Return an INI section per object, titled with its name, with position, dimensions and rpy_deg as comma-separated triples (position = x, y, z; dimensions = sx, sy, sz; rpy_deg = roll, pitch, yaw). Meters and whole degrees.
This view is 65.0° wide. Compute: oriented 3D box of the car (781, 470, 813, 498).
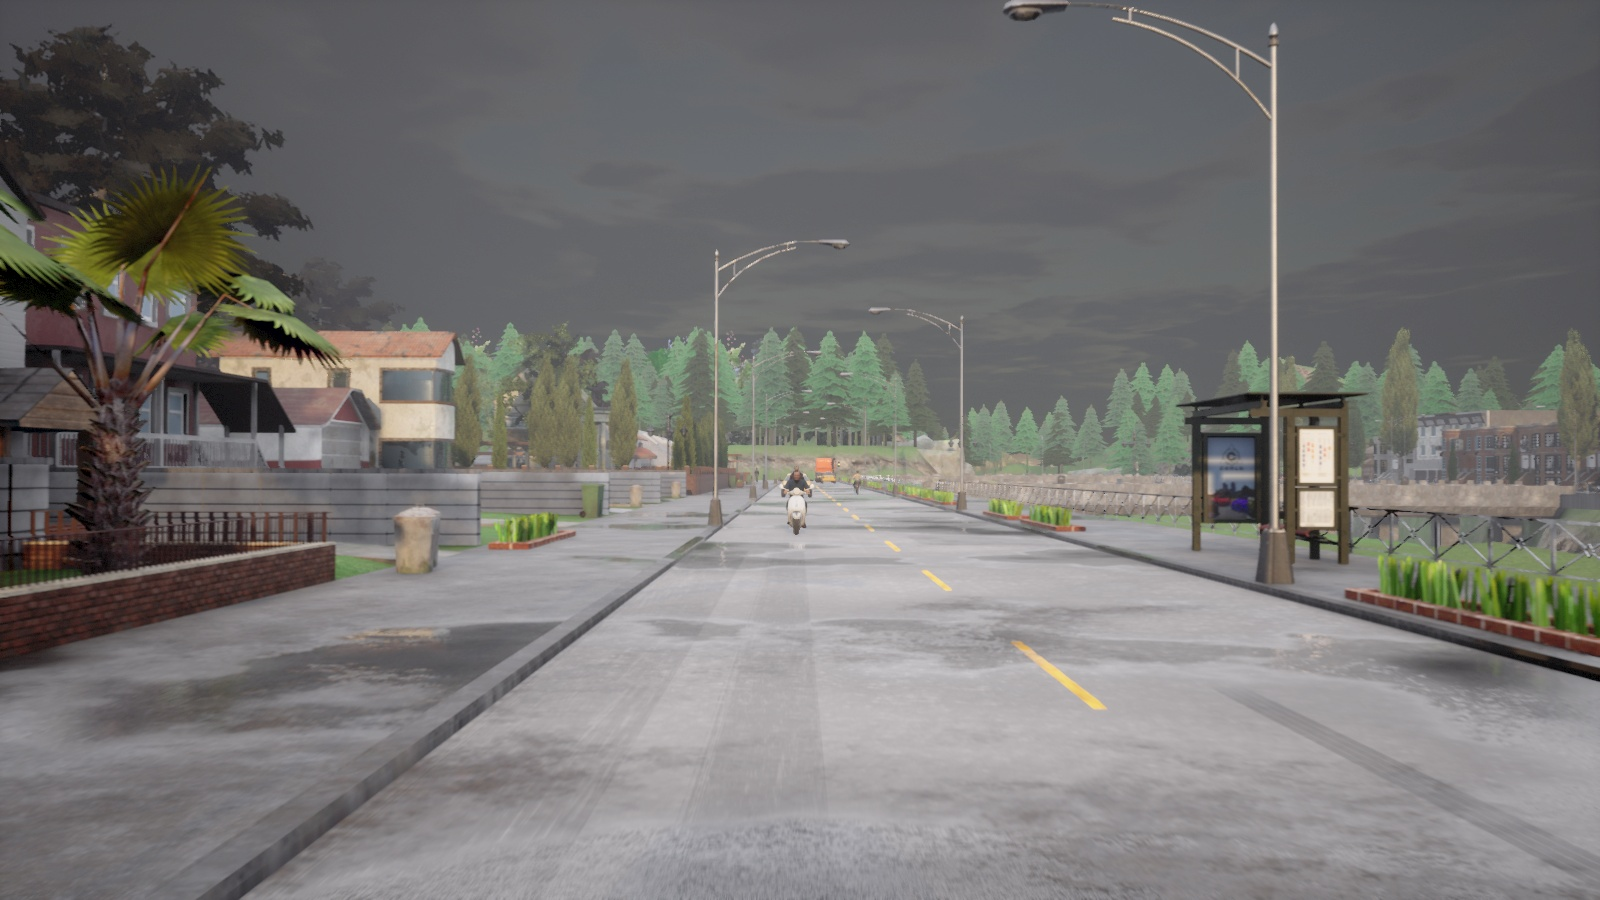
[car]
position = -0.176, 2.008, 74.895
dimensions = 1.801, 1.575, 5.366
rpy_deg = 0, -1, 0

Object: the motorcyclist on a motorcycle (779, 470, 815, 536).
[motorcyclist on a motorcycle]
position = -0.073, 1.289, 31.081
dimensions = 0.866, 1.590, 1.817
rpy_deg = 0, -1, 0
